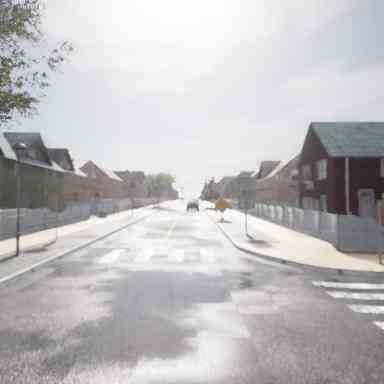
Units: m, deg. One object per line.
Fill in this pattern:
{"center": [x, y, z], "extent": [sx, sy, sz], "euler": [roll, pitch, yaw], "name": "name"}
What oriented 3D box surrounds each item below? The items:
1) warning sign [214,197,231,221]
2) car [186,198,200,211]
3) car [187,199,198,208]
{"center": [2.499, 1.398, 27.403], "extent": [1.300, 1.860, 1.060], "euler": [-2, -2, 0], "name": "warning sign"}
{"center": [0.112, 2.045, 50.598], "extent": [1.837, 1.490, 4.892], "euler": [0, -1, 0], "name": "car"}
{"center": [0.114, 2.174, 63.740], "extent": [1.882, 1.535, 5.008], "euler": [0, -1, 0], "name": "car"}
